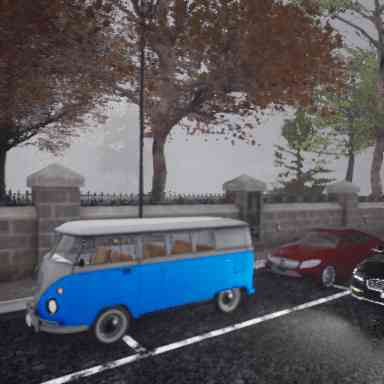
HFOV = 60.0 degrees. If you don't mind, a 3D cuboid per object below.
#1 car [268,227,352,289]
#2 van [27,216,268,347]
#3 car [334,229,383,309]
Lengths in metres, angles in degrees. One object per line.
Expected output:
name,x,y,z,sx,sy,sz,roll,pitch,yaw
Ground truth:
car,3.911,1.667,9.353,4.206,1.307,1.802,1,-1,-36
van,-0.669,1.370,6.083,3.998,1.788,1.690,1,0,-36
car,5.379,1.589,7.218,4.892,1.490,1.837,1,0,-35
